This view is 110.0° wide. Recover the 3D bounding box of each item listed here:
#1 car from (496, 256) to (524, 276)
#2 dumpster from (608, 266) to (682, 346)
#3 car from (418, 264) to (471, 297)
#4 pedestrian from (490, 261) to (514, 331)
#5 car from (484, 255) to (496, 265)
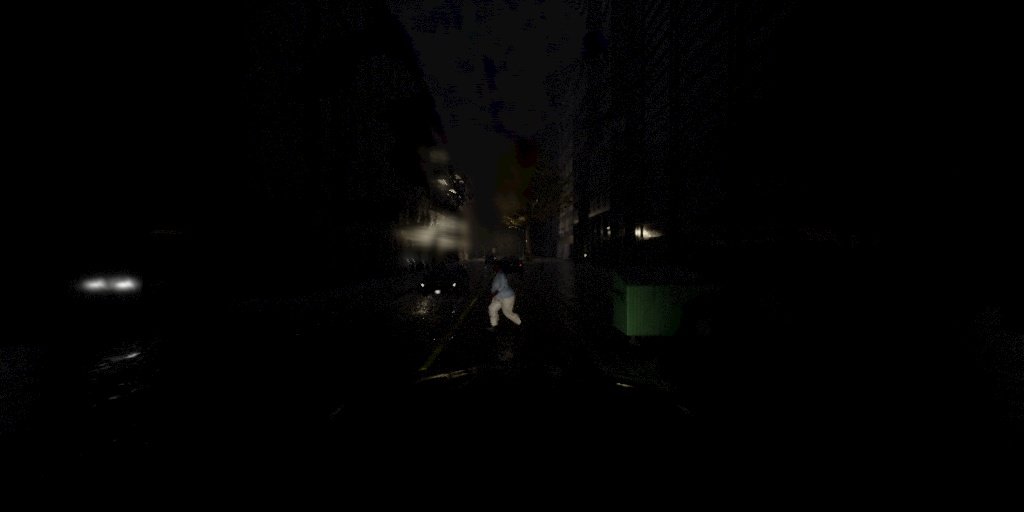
[{"bbox_3d":[-0.060,0.759,32.133,2.097,1.767,4.553,0,1,0],"label":"car"},{"bbox_3d":[3.103,1.070,8.696,1.020,1.700,1.940,0,0,0],"label":"dumpster"},{"bbox_3d":[-3.177,1.120,17.955,2.033,1.411,5.357,0,1,0],"label":"car"},{"bbox_3d":[-0.253,0.968,8.919,0.375,1.860,0.375,0,1,-15],"label":"pedestrian"},{"bbox_3d":[-3.337,0.612,56.795,1.837,1.490,4.892,0,1,0],"label":"car"}]
